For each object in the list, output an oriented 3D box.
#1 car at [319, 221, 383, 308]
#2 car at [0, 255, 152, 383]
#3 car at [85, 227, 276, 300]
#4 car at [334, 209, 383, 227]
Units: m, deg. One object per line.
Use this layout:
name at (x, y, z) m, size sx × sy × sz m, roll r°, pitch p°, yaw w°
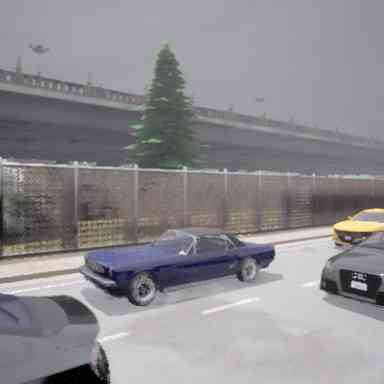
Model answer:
car at (4.699, 1.548, 7.333) m, size 4.181 × 1.385 × 1.994 m, roll 0°, pitch 0°, yaw -36°
car at (-2.927, 1.496, 1.892) m, size 4.902 × 1.511 × 2.128 m, roll 0°, pitch 0°, yaw -35°
car at (-0.199, 1.593, 8.138) m, size 4.718 × 1.301 × 1.895 m, roll 0°, pitch 0°, yaw -35°
car at (7.881, 1.450, 13.890) m, size 5.008 × 1.535 × 1.882 m, roll 0°, pitch 0°, yaw -35°
